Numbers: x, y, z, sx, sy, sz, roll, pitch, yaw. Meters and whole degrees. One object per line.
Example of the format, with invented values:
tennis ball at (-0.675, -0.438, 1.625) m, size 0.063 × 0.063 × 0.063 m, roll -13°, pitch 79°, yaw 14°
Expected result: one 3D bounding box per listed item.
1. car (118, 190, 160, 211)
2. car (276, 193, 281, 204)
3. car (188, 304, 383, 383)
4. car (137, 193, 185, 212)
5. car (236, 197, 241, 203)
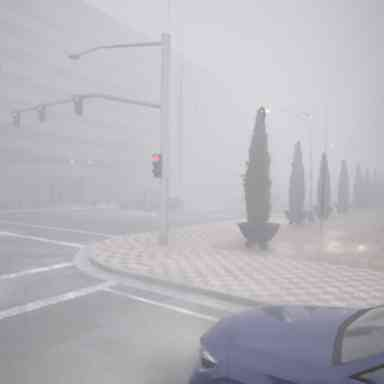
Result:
car at (-5.025, 0.796, 34.531) m, size 2.150 × 2.045 × 5.566 m, roll 1°, pitch 1°, yaw 36°
car at (12.025, 0.860, 51.905) m, size 2.150 × 2.045 × 5.566 m, roll 1°, pitch 0°, yaw 36°
car at (2.151, 1.533, 2.423) m, size 4.674 × 1.442 × 1.812 m, roll 1°, pitch 1°, yaw 36°
car at (-2.635, 1.133, 31.867) m, size 1.837 × 1.490 × 4.892 m, roll 1°, pitch 1°, yaw 36°
car at (9.001, 0.931, 53.708) m, size 2.097 × 1.767 × 4.553 m, roll 1°, pitch 1°, yaw 36°
